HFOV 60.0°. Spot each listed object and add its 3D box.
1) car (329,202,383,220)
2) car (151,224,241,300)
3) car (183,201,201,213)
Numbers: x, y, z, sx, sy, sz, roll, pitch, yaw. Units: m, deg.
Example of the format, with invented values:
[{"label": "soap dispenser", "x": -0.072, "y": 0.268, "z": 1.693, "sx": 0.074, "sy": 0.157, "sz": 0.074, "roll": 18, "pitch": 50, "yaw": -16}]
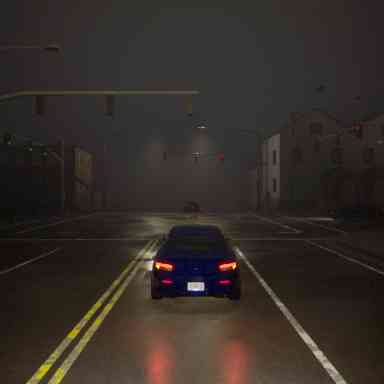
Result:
[{"label": "car", "x": 13.787, "y": 1.563, "z": 27.976, "sx": 4.181, "sy": 1.385, "sz": 1.994, "roll": 0, "pitch": 0, "yaw": -1}, {"label": "car", "x": 0.087, "y": 1.526, "z": 8.263, "sx": 1.812, "sy": 1.442, "sz": 4.674, "roll": 0, "pitch": 0, "yaw": 0}, {"label": "car", "x": -0.002, "y": 1.795, "z": 38.080, "sx": 1.812, "sy": 1.442, "sz": 4.674, "roll": 0, "pitch": -7, "yaw": -1}]
